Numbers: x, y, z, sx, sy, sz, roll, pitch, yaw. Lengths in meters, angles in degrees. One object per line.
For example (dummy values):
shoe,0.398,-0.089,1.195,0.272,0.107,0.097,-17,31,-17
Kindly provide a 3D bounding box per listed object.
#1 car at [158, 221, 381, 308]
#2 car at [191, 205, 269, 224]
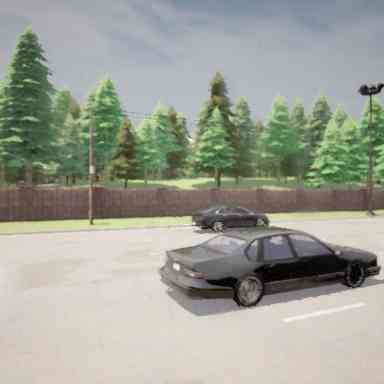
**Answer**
car,1.935,1.561,7.813,5.357,1.411,2.033,0,0,-26
car,2.301,1.534,19.645,4.892,1.490,1.837,0,0,-26
